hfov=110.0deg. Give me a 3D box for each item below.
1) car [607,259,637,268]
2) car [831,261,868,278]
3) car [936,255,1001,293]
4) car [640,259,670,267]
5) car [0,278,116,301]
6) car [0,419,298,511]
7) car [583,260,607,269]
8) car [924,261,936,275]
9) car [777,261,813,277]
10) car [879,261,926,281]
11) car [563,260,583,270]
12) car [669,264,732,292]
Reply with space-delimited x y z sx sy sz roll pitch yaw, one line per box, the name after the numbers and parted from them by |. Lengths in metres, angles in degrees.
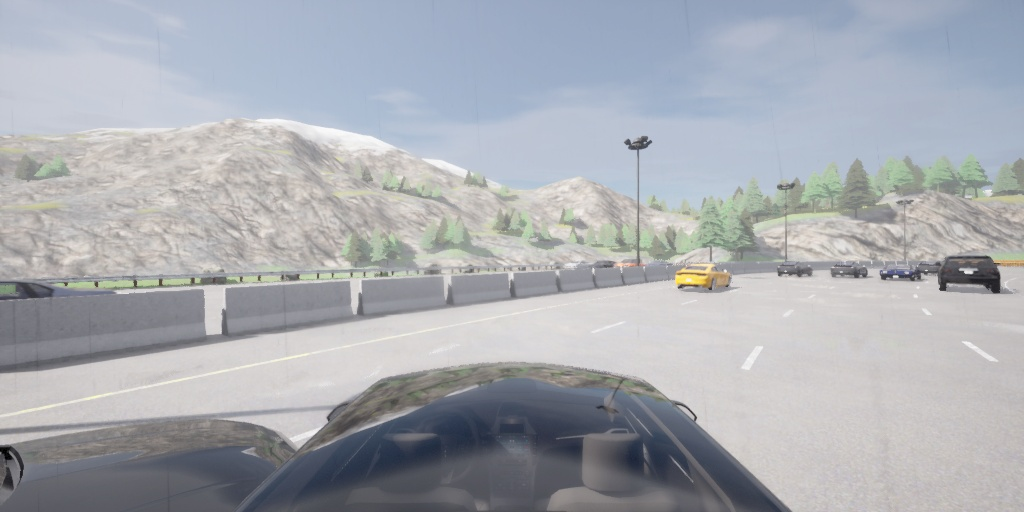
13.829 1.099 42.334 4.553 1.767 2.097 0 0 -38 | car
31.385 1.242 33.364 4.902 1.511 2.128 0 0 -35 | car
26.977 0.973 21.252 5.566 2.045 2.150 0 0 -39 | car
16.245 1.313 39.783 4.674 1.442 1.812 0 0 -38 | car
-13.858 1.297 9.102 2.033 1.411 5.357 0 0 37 | car
-2.984 1.255 0.567 4.892 1.490 1.837 0 0 -45 | car
11.516 1.261 44.966 4.892 1.490 1.837 0 0 -38 | car
43.324 1.242 36.882 4.902 1.511 2.128 0 0 -31 | car
27.589 1.241 34.935 4.902 1.511 2.128 0 0 -36 | car
32.281 1.351 29.732 4.718 1.301 1.895 0 0 -35 | car
8.768 1.276 47.252 4.674 1.442 1.812 0 0 -38 | car
11.686 1.228 21.759 5.008 1.535 1.882 0 0 -44 | car
